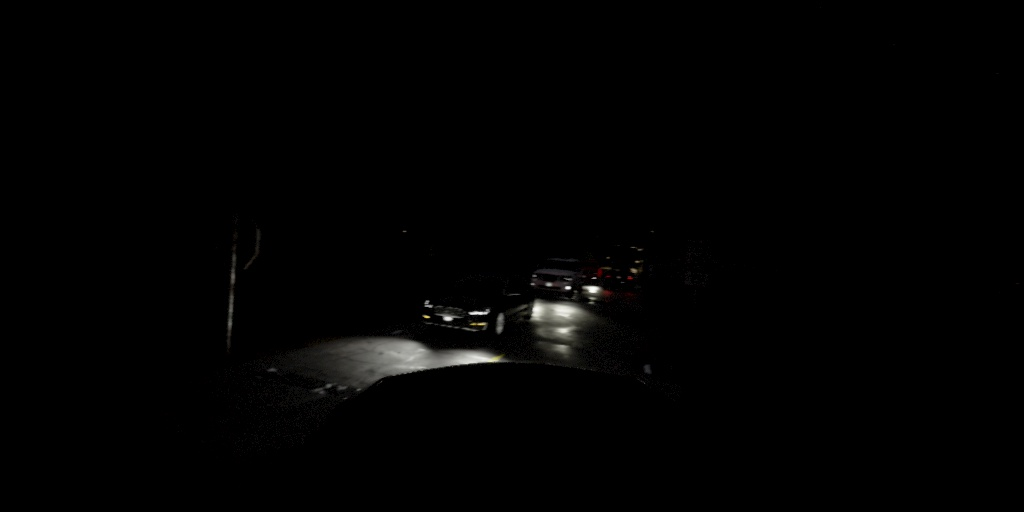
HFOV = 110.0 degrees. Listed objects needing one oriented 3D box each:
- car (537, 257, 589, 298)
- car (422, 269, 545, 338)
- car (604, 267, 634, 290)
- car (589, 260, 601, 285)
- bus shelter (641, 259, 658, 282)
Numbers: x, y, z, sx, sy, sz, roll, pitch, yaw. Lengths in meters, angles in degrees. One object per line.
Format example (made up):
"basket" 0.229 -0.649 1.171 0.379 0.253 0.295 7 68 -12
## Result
"car" 2.743 1.122 20.371 2.150 2.045 5.566 4 0 19
"car" -0.651 1.177 10.175 1.837 1.490 4.892 4 0 18
"car" 8.728 1.682 29.006 2.097 1.767 4.553 4 0 19
"car" 6.782 1.394 32.387 2.150 2.045 5.566 4 0 18
"bus shelter" 17.463 1.816 45.783 1.920 2.740 3.880 0 0 19
